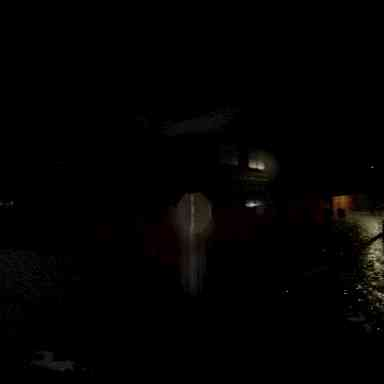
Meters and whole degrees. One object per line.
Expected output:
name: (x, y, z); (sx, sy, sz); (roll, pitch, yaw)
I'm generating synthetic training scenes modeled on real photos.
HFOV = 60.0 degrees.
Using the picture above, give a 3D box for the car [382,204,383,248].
car: (8.391, 0.935, 11.984); (2.150, 2.045, 5.566); (-2, 0, 37)
